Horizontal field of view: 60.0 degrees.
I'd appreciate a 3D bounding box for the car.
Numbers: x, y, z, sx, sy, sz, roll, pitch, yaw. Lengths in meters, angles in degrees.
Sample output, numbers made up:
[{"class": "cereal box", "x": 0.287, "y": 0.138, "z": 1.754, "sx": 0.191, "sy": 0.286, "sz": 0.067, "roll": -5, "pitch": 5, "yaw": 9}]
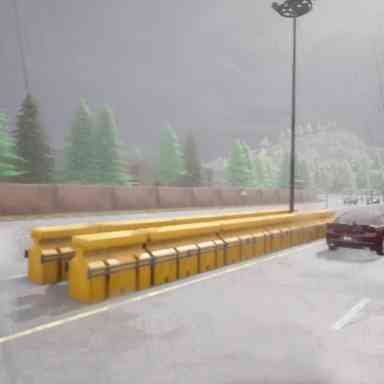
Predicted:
[{"class": "car", "x": 7.112, "y": 1.485, "z": 13.558, "sx": 1.882, "sy": 1.535, "sz": 5.008, "roll": 1, "pitch": 1, "yaw": 41}]
